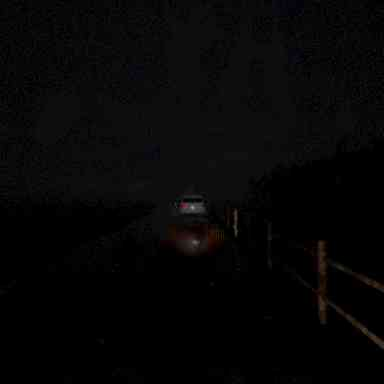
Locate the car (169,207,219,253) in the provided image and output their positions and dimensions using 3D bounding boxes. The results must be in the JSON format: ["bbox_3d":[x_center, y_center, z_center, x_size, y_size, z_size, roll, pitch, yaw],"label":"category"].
[{"bbox_3d":[0.073,1.570,13.688,1.812,1.442,4.674,0,0,0],"label":"car"}]

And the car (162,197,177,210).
[{"bbox_3d":[-2.863,1.500,45.265,2.097,1.767,4.553,0,0,0],"label":"car"}]

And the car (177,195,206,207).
[{"bbox_3d":[0.062,1.318,29.483,2.150,2.045,5.566,-1,0,0],"label":"car"}]
